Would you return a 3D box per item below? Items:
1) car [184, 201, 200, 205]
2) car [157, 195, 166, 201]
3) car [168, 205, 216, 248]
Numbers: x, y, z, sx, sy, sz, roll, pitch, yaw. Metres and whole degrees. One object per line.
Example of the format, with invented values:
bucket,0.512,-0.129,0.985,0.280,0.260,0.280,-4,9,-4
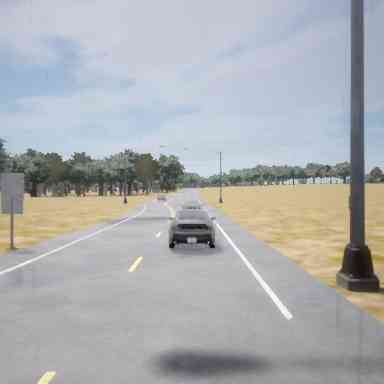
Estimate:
car,0.000,1.539,29.653,1.812,1.442,4.674,0,0,0
car,-7.001,1.363,76.581,2.128,1.511,4.902,0,1,0
car,0.000,1.519,14.650,1.837,1.490,4.892,0,0,0
